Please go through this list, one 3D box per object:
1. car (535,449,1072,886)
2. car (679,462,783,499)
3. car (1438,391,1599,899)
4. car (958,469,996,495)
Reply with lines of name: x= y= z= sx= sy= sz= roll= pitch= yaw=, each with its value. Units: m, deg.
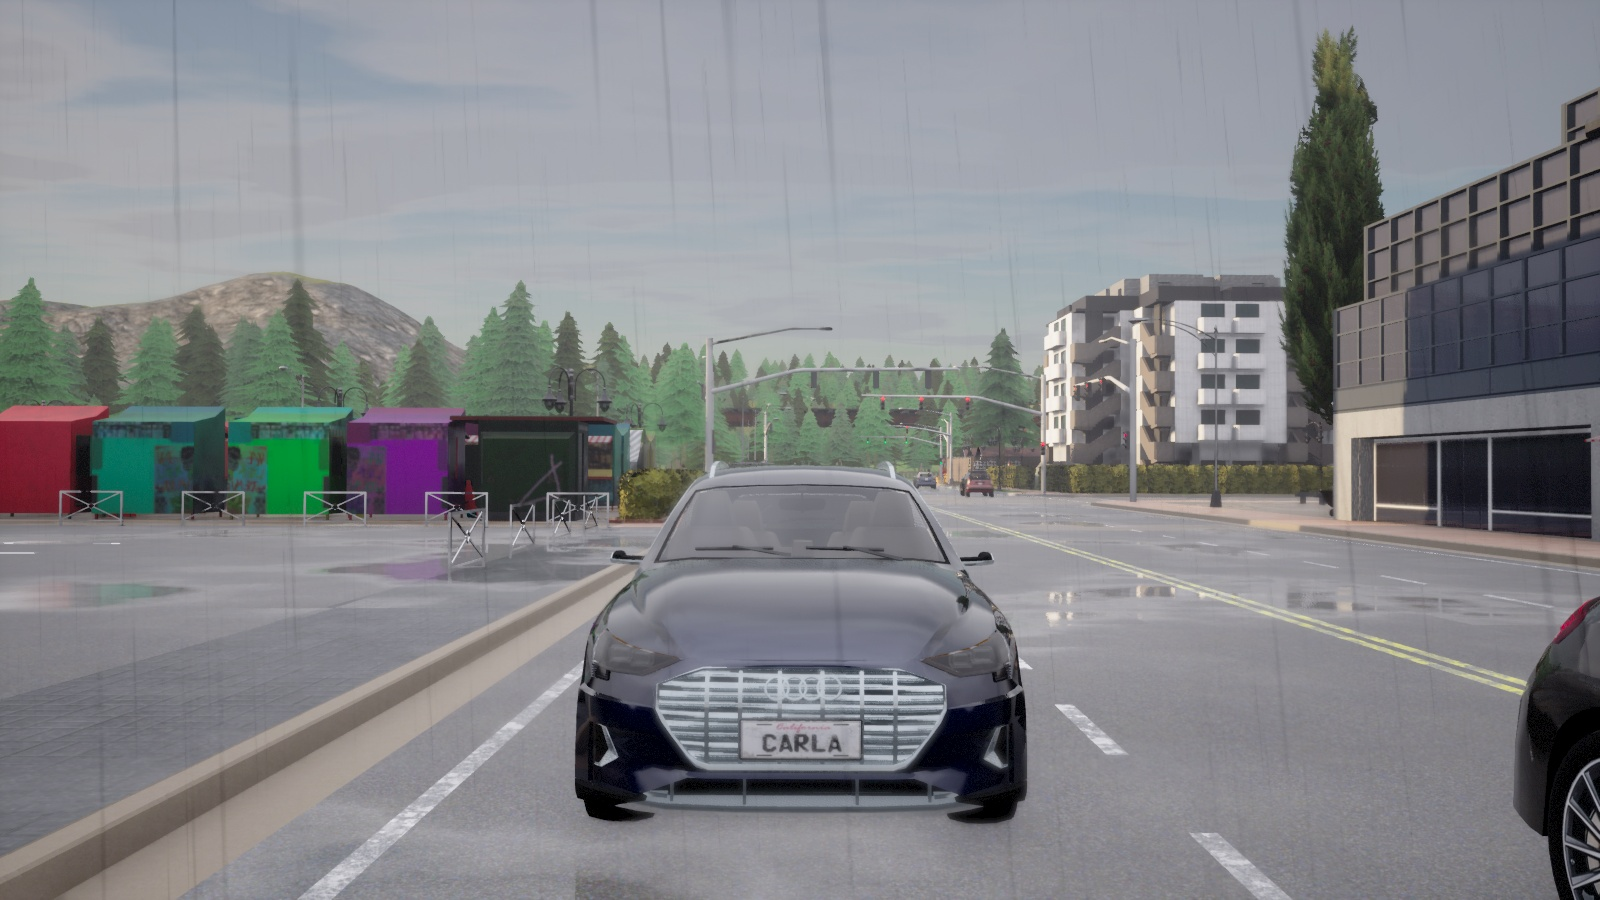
car: x=0.019 y=0.865 z=7.197 sx=2.033 sy=1.649 sz=4.856 roll=0 pitch=-1 yaw=0
car: x=-3.950 y=1.758 z=72.164 sx=5.566 sy=2.045 sz=2.150 roll=0 pitch=-1 yaw=15
car: x=3.494 y=0.617 z=2.241 sx=2.152 sy=1.651 sz=5.027 roll=0 pitch=-1 yaw=0
car: x=11.102 y=1.995 z=79.181 sx=1.851 sy=1.617 sz=3.988 roll=0 pitch=-1 yaw=0
